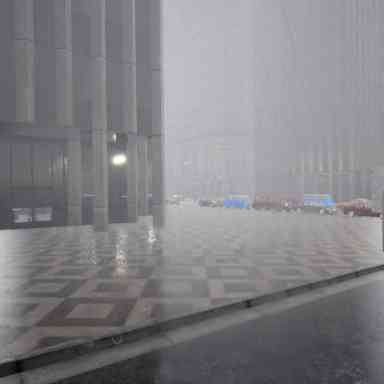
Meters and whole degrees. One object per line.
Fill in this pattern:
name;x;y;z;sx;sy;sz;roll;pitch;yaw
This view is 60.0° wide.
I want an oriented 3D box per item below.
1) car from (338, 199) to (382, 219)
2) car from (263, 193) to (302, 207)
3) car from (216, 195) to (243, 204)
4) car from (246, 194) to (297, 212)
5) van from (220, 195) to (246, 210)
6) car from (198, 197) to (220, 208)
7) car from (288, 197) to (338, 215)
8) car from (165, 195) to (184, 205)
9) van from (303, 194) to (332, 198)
car;15.509;1.567;28.890;1.887;1.381;4.507;-1;1;-36
car;12.812;1.131;47.320;2.192;1.841;5.009;-1;1;-36
car;6.291;1.297;56.451;1.752;1.417;4.829;-1;1;-36
car;9.079;1.291;37.876;2.192;1.841;5.009;-1;1;-36
van;5.865;1.295;42.371;1.690;1.788;3.998;-1;1;-36
car;2.652;1.372;46.865;1.967;1.590;4.097;-1;1;-36
car;12.295;1.550;33.384;2.008;1.369;4.403;-1;1;-36
car;-3.776;1.440;55.855;2.008;1.369;4.403;-1;1;-36
van;16.025;1.179;42.825;1.690;1.788;3.998;-1;1;-36
